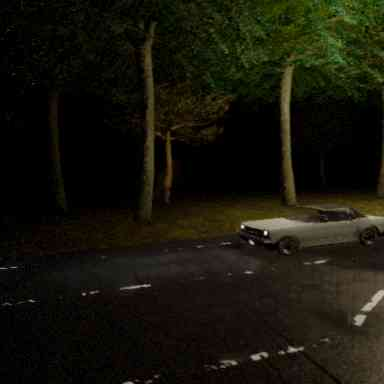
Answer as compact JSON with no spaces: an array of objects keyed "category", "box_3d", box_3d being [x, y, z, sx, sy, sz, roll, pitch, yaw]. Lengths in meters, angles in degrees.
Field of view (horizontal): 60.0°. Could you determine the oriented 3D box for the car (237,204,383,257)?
[{"category":"car","box_3d":[3.881,1.095,10.640,4.718,1.301,1.895,-3,2,-17]}]
